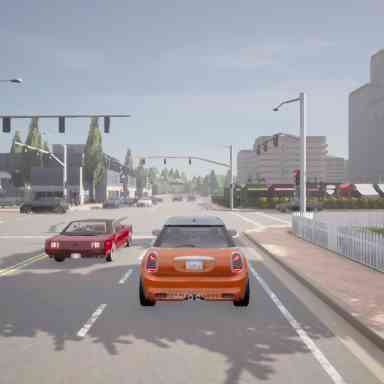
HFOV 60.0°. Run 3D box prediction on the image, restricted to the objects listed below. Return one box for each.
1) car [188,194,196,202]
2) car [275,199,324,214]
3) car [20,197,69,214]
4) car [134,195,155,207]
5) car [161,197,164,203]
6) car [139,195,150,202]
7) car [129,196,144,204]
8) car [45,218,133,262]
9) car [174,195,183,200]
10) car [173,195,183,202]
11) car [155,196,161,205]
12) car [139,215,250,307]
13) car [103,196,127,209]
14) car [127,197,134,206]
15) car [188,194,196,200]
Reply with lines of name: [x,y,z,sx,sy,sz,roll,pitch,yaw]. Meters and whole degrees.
car: [-0.046,1.531,77.503,2.033,1.411,5.357,0,0,0]
car: [11.251,1.491,34.829,4.902,1.511,2.128,0,0,-1]
car: [-15.214,1.352,34.370,4.553,1.767,2.097,0,0,-2]
car: [-7.115,1.526,50.226,1.812,1.442,4.674,0,0,0]
car: [-7.041,1.595,69.411,1.895,1.301,4.718,0,0,0]
car: [-10.544,1.500,74.008,1.837,1.490,4.892,0,0,0]
car: [-10.586,1.564,63.775,1.994,1.385,4.181,0,0,1]
car: [-3.423,1.601,12.061,1.895,1.301,4.718,0,0,0]
car: [-3.552,1.425,87.774,1.994,1.385,4.181,0,0,0]
car: [-3.546,1.513,77.820,1.812,1.442,4.674,0,0,0]
car: [-7.107,1.505,59.332,1.837,1.490,4.892,0,0,0]
car: [0.059,1.352,8.167,2.097,1.767,4.553,0,0,0]
car: [-10.620,1.352,45.192,2.097,1.767,4.553,0,0,0]
car: [-10.622,1.564,53.803,1.994,1.385,4.181,0,0,0]
car: [-0.052,1.398,87.778,2.128,1.511,4.902,0,0,0]
